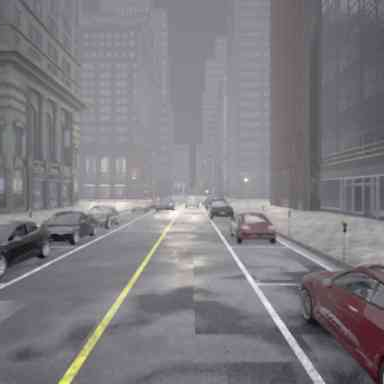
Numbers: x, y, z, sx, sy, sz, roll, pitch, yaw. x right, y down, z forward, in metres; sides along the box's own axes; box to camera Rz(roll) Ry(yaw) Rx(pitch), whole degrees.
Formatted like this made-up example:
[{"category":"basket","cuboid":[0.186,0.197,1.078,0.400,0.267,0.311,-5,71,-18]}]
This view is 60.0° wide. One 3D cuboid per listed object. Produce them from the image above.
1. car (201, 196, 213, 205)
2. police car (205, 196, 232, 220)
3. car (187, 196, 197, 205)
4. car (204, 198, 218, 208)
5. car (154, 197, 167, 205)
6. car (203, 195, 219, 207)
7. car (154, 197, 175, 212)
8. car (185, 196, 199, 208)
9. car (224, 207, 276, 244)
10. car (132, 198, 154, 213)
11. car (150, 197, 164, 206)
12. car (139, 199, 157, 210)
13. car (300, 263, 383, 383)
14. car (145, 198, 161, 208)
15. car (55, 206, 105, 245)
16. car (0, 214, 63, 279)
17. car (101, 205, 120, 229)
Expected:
[{"category":"car","cuboid":[2.771,1.483,60.696,1.967,1.590,4.097,0,0,0]},{"category":"police car","cuboid":[2.372,1.435,28.243,1.930,1.638,5.238,0,0,0]},{"category":"car","cuboid":[0.013,1.573,63.134,1.812,1.442,4.674,0,0,0]},{"category":"car","cuboid":[2.769,1.595,49.424,1.947,1.339,4.313,0,0,0]},{"category":"car","cuboid":[-5.754,1.594,60.696,2.008,1.369,4.403,0,0,0]},{"category":"car","cuboid":[2.766,1.332,38.151,2.192,1.841,5.009,0,0,0]},{"category":"car","cuboid":[-3.084,1.370,38.912,2.097,1.767,4.553,0,0,0]},{"category":"car","cuboid":[0.019,1.553,48.211,1.812,1.442,4.674,0,0,0]},{"category":"car","cuboid":[2.763,1.586,15.607,1.802,1.307,4.206,0,0,0]},{"category":"car","cuboid":[-5.758,1.543,37.980,1.752,1.417,4.829,0,0,0]},{"category":"car","cuboid":[-5.755,1.602,55.059,1.947,1.339,4.313,0,0,0]},{"category":"car","cuboid":[-5.757,1.605,43.786,1.802,1.307,4.206,0,0,0]},{"category":"car","cuboid":[2.761,1.583,4.334,1.802,1.307,4.206,0,0,0]},{"category":"car","cuboid":[-5.756,1.595,49.423,1.947,1.339,4.313,0,0,0]},{"category":"car","cuboid":[-5.762,1.570,15.603,1.947,1.339,4.313,0,0,0]},{"category":"car","cuboid":[-5.763,1.568,9.967,1.947,1.339,4.313,0,0,0]},{"category":"car","cuboid":[-5.761,1.557,21.239,2.008,1.369,4.403,0,0,0]}]
